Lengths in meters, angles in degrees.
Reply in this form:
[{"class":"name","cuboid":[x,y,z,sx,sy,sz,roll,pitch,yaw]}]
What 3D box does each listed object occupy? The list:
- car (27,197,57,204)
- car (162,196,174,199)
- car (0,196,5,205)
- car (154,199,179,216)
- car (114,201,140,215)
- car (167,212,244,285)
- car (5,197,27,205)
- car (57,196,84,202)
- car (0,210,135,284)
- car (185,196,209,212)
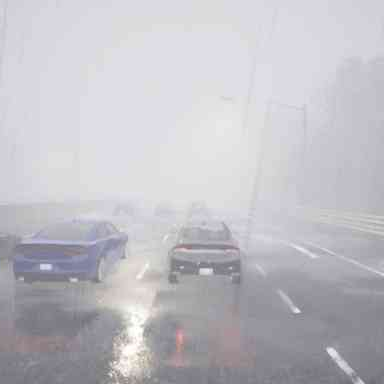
[{"class":"car","cuboid":[-20.264,1.482,46.030,1.882,1.535,5.008,1,0,1]},{"class":"car","cuboid":[-5.867,1.935,74.876,1.882,1.535,5.008,1,0,1]},{"class":"car","cuboid":[-27.248,1.396,46.339,1.837,1.490,4.892,1,0,1]},{"class":"car","cuboid":[-2.843,1.761,35.227,2.033,1.411,5.357,1,0,1]},{"class":"car","cuboid":[-6.375,1.644,32.882,1.837,1.490,4.892,1,0,1]},{"class":"car","cuboid":[0.349,1.571,9.814,2.128,1.511,4.902,1,0,1]},{"class":"car","cuboid":[-23.743,1.457,46.927,1.837,1.490,4.892,1,0,1]},{"class":"car","cuboid":[-16.742,1.422,47.036,2.097,1.767,4.553,1,0,1]},{"class":"car","cuboid":[-3.152,1.498,9.717,1.882,1.535,5.008,1,0,1]},{"class":"car","cuboid":[0.658,1.623,35.233,2.097,1.767,4.553,1,0,1]}]
